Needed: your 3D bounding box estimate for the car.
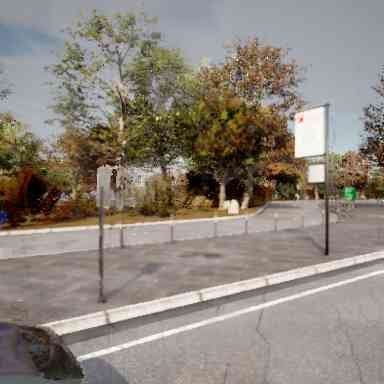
[{"bbox_3d":[-2.684,1.564,1.767,4.181,1.385,1.994,0,0,-35],"label":"car"}]
